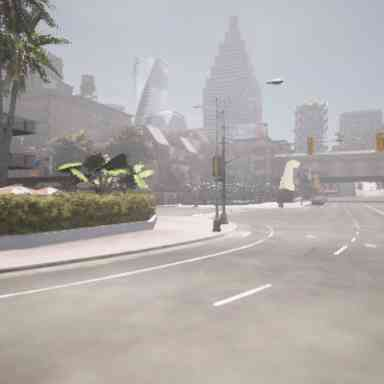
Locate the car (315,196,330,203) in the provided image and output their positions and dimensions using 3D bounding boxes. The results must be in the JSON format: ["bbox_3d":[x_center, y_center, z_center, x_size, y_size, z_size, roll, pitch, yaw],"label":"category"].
[{"bbox_3d":[30.184,1.718,77.104,2.231,1.521,4.892,0,0,34],"label":"car"}]

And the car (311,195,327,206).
[{"bbox_3d":[23.207,1.672,61.382,2.097,1.535,5.008,0,0,24],"label":"car"}]
